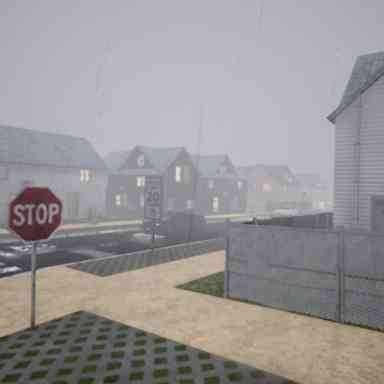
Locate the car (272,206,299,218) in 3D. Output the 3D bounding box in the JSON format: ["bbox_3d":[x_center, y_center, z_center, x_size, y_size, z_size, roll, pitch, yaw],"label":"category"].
[{"bbox_3d":[11.044,2.351,38.914,1.812,1.442,4.674,2,0,37],"label":"car"}]

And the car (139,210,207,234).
[{"bbox_3d":[-1.114,1.919,22.578,2.033,1.411,5.357,2,0,37],"label":"car"}]
